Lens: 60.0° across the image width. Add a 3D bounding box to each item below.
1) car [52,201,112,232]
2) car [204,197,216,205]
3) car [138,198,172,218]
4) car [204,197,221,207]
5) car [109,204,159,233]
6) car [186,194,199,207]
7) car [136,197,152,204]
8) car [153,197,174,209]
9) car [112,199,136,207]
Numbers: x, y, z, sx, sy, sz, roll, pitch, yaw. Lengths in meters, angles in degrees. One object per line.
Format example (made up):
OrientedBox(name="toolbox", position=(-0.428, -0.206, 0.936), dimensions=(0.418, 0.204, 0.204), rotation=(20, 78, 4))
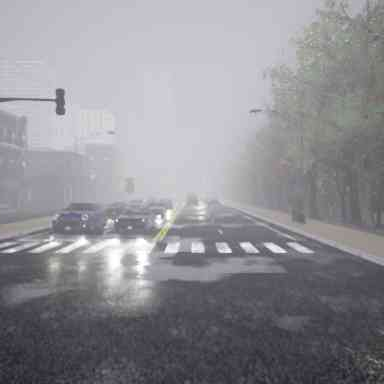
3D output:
OrientedBox(name="car", position=(-6.617, 1.367, 20.058), dimensions=(2.097, 1.767, 4.553), rotation=(0, 0, 1))
OrientedBox(name="car", position=(3.269, 1.605, 61.666), dimensions=(1.994, 1.385, 4.181), rotation=(0, 0, 0))
OrientedBox(name="car", position=(-3.337, 1.570, 30.793), dimensions=(2.033, 1.411, 5.357), rotation=(0, 0, 0))
OrientedBox(name="car", position=(3.367, 1.527, 51.576), dimensions=(2.128, 1.511, 4.902), rotation=(0, 0, 0))
OrientedBox(name="car", position=(-3.345, 1.616, 20.098), dimensions=(1.895, 1.301, 4.718), rotation=(0, 0, 0))
OrientedBox(name="car", position=(0.108, 1.541, 52.057), dimensions=(1.837, 1.490, 4.892), rotation=(0, 0, 0))
OrientedBox(name="car", position=(-6.568, 1.576, 40.341), dimensions=(2.033, 1.411, 5.357), rotation=(0, 0, 0))
OrientedBox(name="car", position=(-3.309, 1.522, 41.810), dimensions=(2.128, 1.511, 4.902), rotation=(0, 0, 0))
OrientedBox(name="car", position=(-6.591, 1.586, 30.025), dimensions=(1.994, 1.385, 4.181), rotation=(0, 0, 0))
